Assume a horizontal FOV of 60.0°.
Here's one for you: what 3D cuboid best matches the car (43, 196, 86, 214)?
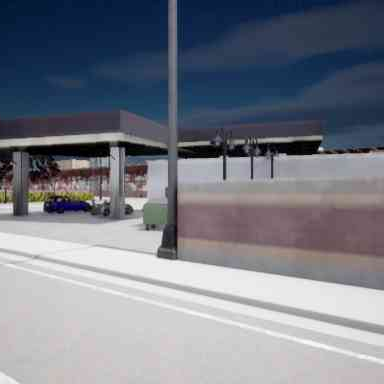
[{"bbox_3d":[-12.351,1.256,33.281,2.242,1.667,4.611,0,0,37],"label":"car"}]

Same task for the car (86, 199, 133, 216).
[{"bbox_3d":[-7.276,1.416,30.483,1.970,1.475,3.806,0,0,37],"label":"car"}]
